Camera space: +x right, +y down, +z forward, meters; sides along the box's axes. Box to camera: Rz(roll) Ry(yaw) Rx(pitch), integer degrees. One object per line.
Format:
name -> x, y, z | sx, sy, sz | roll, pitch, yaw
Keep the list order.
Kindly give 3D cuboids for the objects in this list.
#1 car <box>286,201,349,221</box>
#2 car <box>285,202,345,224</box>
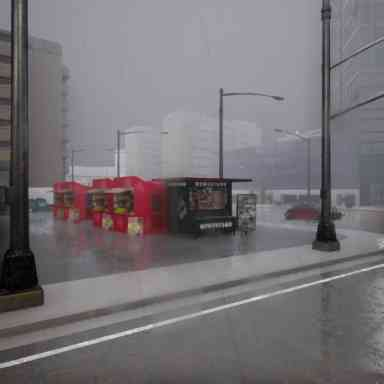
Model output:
car -> 11.116, 1.616, 29.773 | 2.128, 1.511, 4.902 | 0, -1, -36
car -> 9.403, 1.667, 26.166 | 1.994, 1.385, 4.181 | 0, -1, -36
